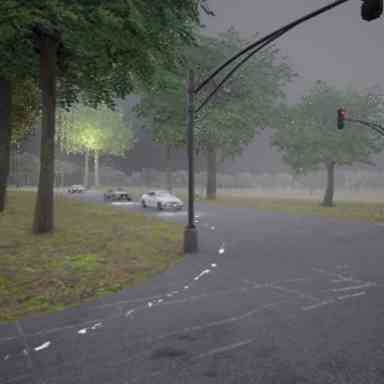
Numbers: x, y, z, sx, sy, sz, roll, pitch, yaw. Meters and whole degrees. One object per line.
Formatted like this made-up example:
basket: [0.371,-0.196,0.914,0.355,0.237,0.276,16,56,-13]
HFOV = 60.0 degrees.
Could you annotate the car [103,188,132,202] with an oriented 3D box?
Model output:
car: [-7.751,0.255,34.638,1.994,1.385,4.181,0,2,-32]

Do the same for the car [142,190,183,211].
car: [-2.441,0.600,26.145,1.812,1.442,4.674,0,2,-32]

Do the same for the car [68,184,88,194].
car: [-17.215,-0.434,49.831,1.812,1.442,4.674,0,2,-32]
